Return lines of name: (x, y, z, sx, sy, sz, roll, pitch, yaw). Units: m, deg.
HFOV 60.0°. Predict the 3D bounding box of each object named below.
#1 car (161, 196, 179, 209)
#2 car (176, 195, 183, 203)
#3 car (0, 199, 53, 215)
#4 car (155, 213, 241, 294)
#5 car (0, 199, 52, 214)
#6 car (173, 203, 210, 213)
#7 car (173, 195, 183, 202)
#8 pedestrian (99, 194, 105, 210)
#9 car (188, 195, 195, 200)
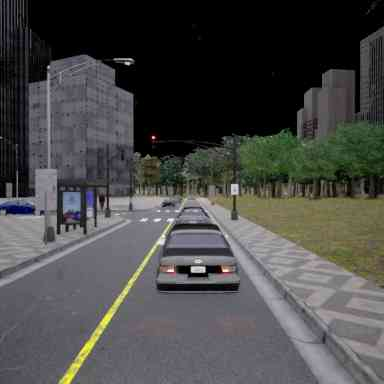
car: (-3.128, 1.555, 45.797, 1.895, 1.301, 4.718, 0, 0, 0)
car: (-3.117, 1.495, 59.917, 1.994, 1.385, 4.181, 0, 0, 0)
car: (-15.658, 1.426, 31.180, 5.008, 1.535, 1.882, 0, 0, 0)
car: (0.094, 1.545, 8.939, 2.033, 1.411, 5.357, 0, 0, -1)
car: (-17.173, 1.442, 34.414, 4.674, 1.442, 1.812, 0, 1, 1)
car: (0.071, 1.554, 19.217, 1.994, 1.385, 4.181, 0, 0, 0)
car: (-3.100, 1.450, 74.440, 1.994, 1.385, 4.181, 0, 0, 0)
pedestrian: (-10.108, 1.051, 37.285, 0.375, 1.860, 0.375, 0, 0, 1)
car: (-0.153, 1.470, 86.414, 1.895, 1.301, 4.718, 0, 0, 0)
